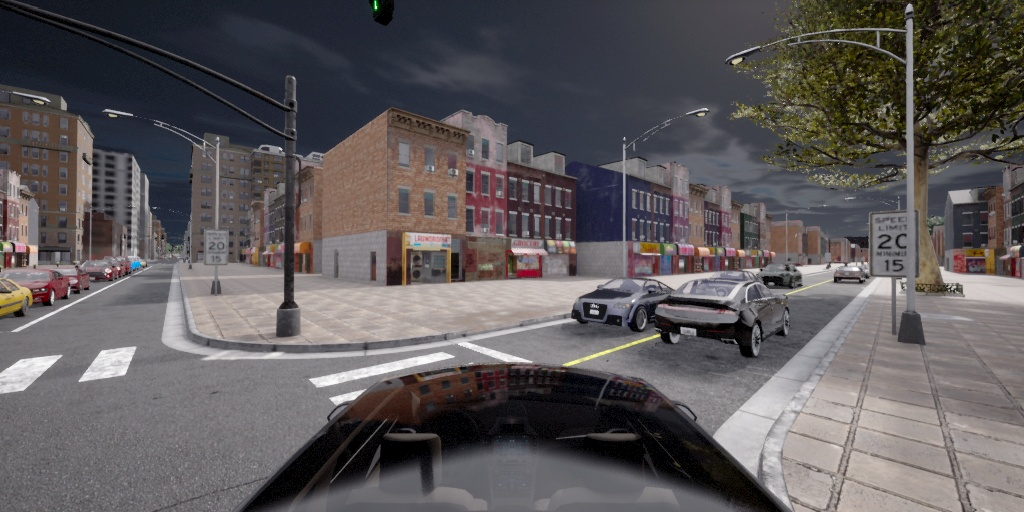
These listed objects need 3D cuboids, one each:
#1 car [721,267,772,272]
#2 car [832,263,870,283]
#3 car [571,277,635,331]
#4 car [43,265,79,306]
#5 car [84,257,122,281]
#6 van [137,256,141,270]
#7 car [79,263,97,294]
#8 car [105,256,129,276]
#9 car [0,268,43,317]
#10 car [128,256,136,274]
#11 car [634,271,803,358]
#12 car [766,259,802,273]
[{"bbox_3d":[11.193,1.418,18.166,5.357,1.411,2.033,1,-1,-43],"label":"car"},{"bbox_3d":[29.308,1.551,31.117,5.357,1.411,2.033,1,-1,-43],"label":"car"},{"bbox_3d":[3.709,1.369,11.170,4.181,1.385,1.994,1,-1,-43],"label":"car"},{"bbox_3d":[-19.117,1.189,14.159,1.888,1.381,4.507,0,0,-43],"label":"car"},{"bbox_3d":[-30.620,1.046,26.425,1.967,1.591,4.097,0,0,-43],"label":"car"},{"bbox_3d":[-45.957,0.914,42.780,1.690,1.789,3.998,0,0,-43],"label":"van"},{"bbox_3d":[-22.951,1.211,18.248,1.802,1.307,4.207,0,0,-43],"label":"car"},{"bbox_3d":[-34.454,1.037,30.514,1.967,1.591,4.097,0,0,-43],"label":"car"},{"bbox_3d":[-15.167,1.184,9.947,1.751,1.417,4.829,0,0,-43],"label":"car"},{"bbox_3d":[-38.288,0.903,34.603,2.192,1.841,5.009,0,0,-43],"label":"car"},{"bbox_3d":[5.234,1.283,8.695,4.902,1.511,2.128,1,-1,-43],"label":"car"},{"bbox_3d":[18.871,1.291,25.335,4.553,1.767,2.097,1,-1,-43],"label":"car"}]
